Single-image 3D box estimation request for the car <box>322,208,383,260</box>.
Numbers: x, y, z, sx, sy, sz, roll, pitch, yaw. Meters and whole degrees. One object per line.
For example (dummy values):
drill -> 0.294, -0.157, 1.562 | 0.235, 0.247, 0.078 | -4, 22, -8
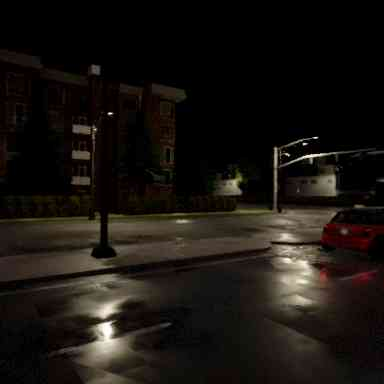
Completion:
car -> 7.280, 1.492, 13.359 | 4.553, 1.767, 2.097 | 1, -1, -35
